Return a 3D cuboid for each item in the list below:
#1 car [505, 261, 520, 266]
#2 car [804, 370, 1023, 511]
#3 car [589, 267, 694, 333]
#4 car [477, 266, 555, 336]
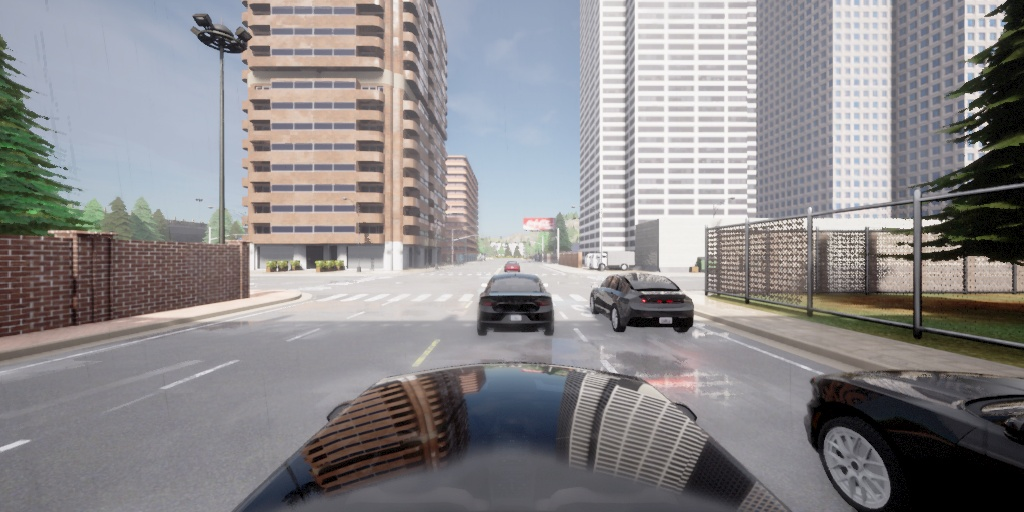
[{"bbox_3d":[0.028,1.313,45.218,1.994,1.385,4.181,0,0,-1],"label":"car"},{"bbox_3d":[3.602,1.228,1.201,1.882,1.535,5.008,0,0,0],"label":"car"},{"bbox_3d":[3.622,1.255,10.775,1.837,1.490,4.892,0,0,1],"label":"car"},{"bbox_3d":[0.087,1.228,10.452,1.882,1.535,5.008,0,0,0],"label":"car"}]
